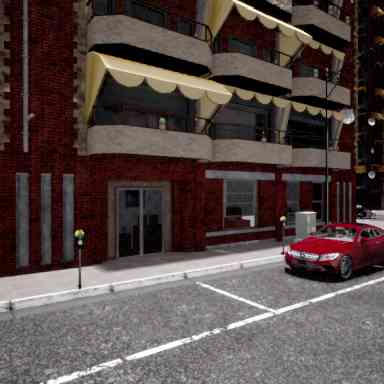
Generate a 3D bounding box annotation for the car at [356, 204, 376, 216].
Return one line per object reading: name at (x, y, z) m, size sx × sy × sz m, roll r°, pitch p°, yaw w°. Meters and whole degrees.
car at (15.520, 1.806, 32.910) m, size 2.128 × 1.511 × 4.902 m, roll 0°, pitch -1°, yaw -36°

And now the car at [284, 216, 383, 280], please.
car at (4.569, 1.582, 9.867) m, size 4.206 × 1.307 × 1.802 m, roll 0°, pitch 0°, yaw -35°
